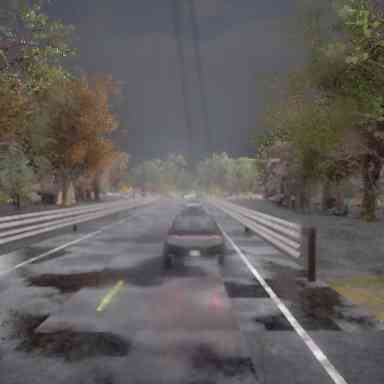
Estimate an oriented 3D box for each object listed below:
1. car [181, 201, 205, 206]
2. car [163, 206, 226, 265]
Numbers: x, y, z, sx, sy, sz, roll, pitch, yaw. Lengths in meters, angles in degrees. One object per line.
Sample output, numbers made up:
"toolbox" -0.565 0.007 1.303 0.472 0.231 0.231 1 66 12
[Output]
"car" 0.083 1.480 27.756 1.812 1.442 4.674 0 0 0
"car" 0.084 1.473 11.570 2.128 1.511 4.902 0 0 0
